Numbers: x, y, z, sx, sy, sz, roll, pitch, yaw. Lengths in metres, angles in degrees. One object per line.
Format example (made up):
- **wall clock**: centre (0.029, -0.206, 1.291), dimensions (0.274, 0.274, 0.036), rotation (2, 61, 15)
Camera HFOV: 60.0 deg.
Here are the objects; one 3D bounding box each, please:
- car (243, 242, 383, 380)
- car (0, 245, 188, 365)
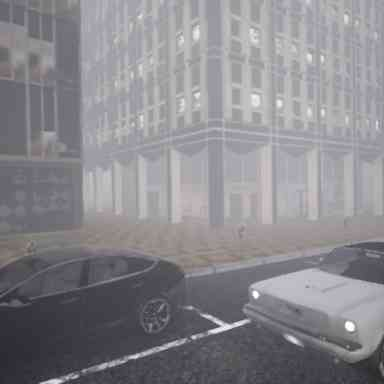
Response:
- **car**: centre (3.105, 1.600, 5.590), dimensions (4.718, 1.301, 1.895), rotation (0, 0, -35)
- **car**: centre (-2.070, 1.566, 5.058), dimensions (4.313, 1.339, 1.947), rotation (0, -1, -35)
